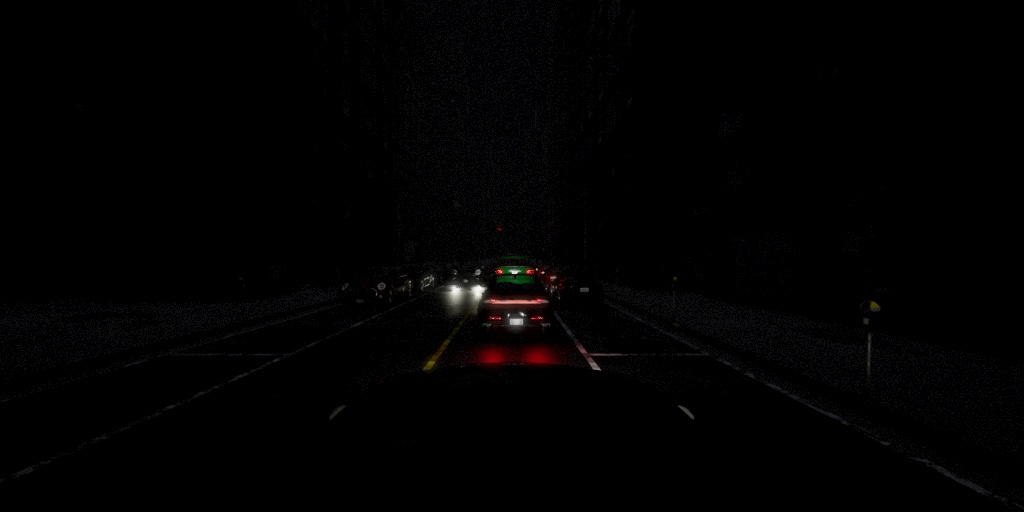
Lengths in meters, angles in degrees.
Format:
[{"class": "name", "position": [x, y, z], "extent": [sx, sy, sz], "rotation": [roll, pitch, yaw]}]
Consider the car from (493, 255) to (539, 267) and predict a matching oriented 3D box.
[{"class": "car", "position": [0.089, 0.969, 20.266], "extent": [2.150, 2.045, 5.566], "rotation": [0, 0, -1]}]

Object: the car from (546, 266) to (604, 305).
[{"class": "car", "position": [2.752, 1.314, 15.616], "extent": [1.948, 1.339, 4.313], "rotation": [0, 0, 0]}]

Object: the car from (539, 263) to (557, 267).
[{"class": "car", "position": [2.748, 1.293, 21.121], "extent": [1.888, 1.381, 4.507], "rotation": [0, 0, 0]}]

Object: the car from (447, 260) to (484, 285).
[{"class": "car", "position": [-3.057, 1.100, 26.111], "extent": [2.097, 1.767, 4.553], "rotation": [0, 0, 1]}]

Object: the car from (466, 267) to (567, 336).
[{"class": "car", "position": [0.095, 1.240, 10.347], "extent": [2.128, 1.511, 4.902], "rotation": [0, 0, 0]}]

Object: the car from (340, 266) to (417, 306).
[{"class": "car", "position": [-5.774, 1.188, 15.610], "extent": [1.967, 1.591, 4.097], "rotation": [0, 0, 0]}]

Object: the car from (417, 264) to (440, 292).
[{"class": "car", "position": [-5.778, 1.314, 21.116], "extent": [1.948, 1.339, 4.313], "rotation": [0, 0, 0]}]

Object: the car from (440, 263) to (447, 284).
[{"class": "car", "position": [-5.781, 1.299, 26.621], "extent": [2.007, 1.370, 4.403], "rotation": [0, 0, 0]}]
